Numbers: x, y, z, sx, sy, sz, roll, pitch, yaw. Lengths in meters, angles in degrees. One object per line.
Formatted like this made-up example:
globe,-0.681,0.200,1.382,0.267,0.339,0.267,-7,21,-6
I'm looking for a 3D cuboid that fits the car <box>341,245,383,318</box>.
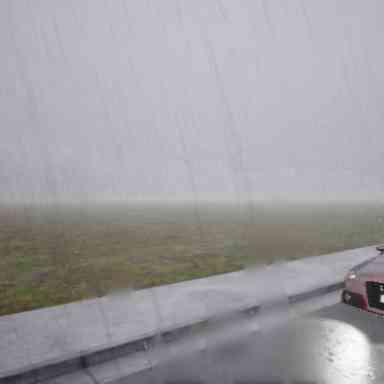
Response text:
car,4.791,1.558,6.494,4.181,1.385,1.994,0,0,-36
